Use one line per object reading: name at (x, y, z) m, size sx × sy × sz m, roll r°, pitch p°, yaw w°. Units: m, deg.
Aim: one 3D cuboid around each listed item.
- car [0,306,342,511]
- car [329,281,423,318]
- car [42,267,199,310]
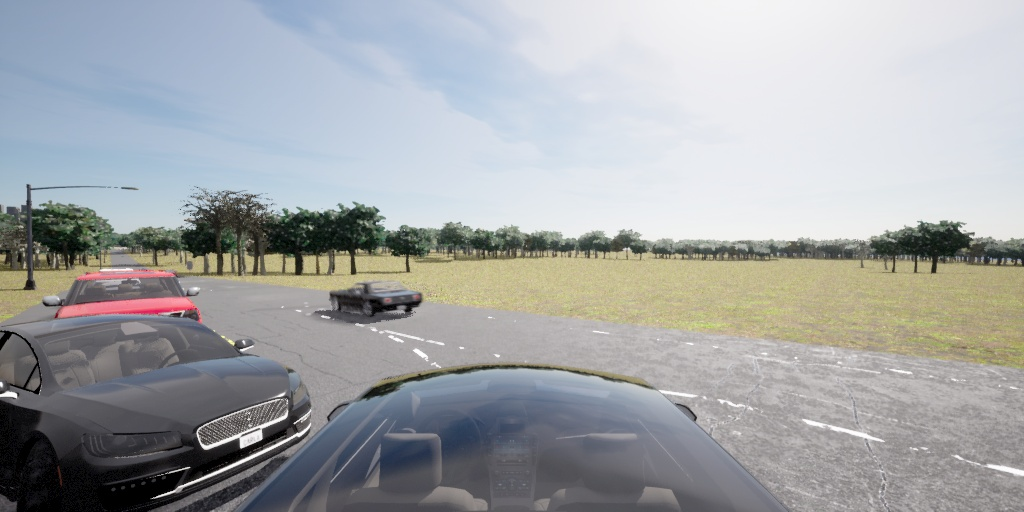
car at (-4.502, 1.445, 4.019) m, size 4.892 × 1.490 × 1.837 m, roll -3°, pitch -3°, yaw 22°
car at (-5.818, 1.698, 14.980) m, size 4.718 × 1.301 × 1.895 m, roll -2°, pitch 0°, yaw 42°
car at (-9.341, 1.386, 8.740) m, size 5.566 × 2.045 × 2.150 m, roll -2°, pitch 0°, yaw 42°
